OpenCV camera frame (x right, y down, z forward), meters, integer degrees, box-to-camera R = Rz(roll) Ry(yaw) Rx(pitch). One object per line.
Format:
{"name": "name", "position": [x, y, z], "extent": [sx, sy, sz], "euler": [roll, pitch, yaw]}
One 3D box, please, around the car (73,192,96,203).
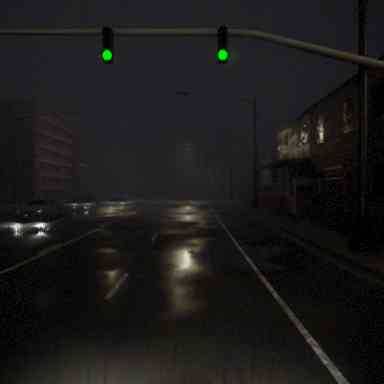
{"name": "car", "position": [-13.909, 0.689, 43.262], "extent": [1.812, 1.442, 4.674], "euler": [0, 0, 1]}

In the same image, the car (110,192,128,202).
{"name": "car", "position": [-10.354, 0.667, 47.647], "extent": [1.812, 1.442, 4.674], "euler": [0, 0, 1]}

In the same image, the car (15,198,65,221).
{"name": "car", "position": [-10.508, 1.144, 23.396], "extent": [1.812, 1.442, 4.674], "euler": [0, 2, 0]}
